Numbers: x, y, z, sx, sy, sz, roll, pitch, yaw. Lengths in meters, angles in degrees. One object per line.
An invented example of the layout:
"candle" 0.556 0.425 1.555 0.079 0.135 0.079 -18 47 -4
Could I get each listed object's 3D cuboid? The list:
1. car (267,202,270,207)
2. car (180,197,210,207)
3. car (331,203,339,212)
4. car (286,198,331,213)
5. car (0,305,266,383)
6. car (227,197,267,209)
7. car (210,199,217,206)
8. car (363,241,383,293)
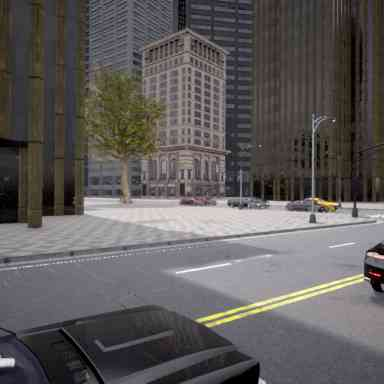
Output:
"car" 8.471 1.477 45.963 2.128 1.511 4.902 1 0 -40
"car" 0.034 1.477 50.860 1.812 1.442 4.674 1 0 -41
"car" 14.448 1.463 38.588 1.882 1.535 5.008 1 0 -38
"car" 12.296 1.517 36.054 1.994 1.385 4.181 1 0 -39
"car" -1.673 1.601 2.248 4.718 1.301 1.895 0 0 -36
"car" 6.711 1.445 43.004 2.128 1.511 4.902 1 0 -40
"car" 1.975 1.508 53.562 1.812 1.442 4.674 1 0 -41
"car" 5.852 1.492 7.604 4.902 1.511 2.128 0 0 -35
